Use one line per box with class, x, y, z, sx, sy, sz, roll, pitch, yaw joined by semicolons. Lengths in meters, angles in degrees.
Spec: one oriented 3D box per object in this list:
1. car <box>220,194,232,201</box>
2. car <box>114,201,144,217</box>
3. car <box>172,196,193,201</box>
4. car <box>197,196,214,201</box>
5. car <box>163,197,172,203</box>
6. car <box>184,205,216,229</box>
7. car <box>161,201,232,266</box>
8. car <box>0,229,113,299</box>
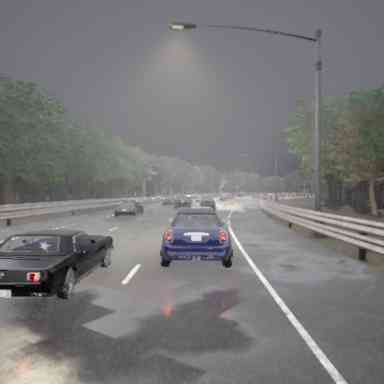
car;8.036;1.447;83.494;2.128;1.511;4.902;0;0;11
car;-5.810;1.552;31.180;1.994;1.385;4.181;0;0;4
car;-1.018;1.350;45.634;2.097;1.767;4.553;0;0;6
car;2.036;1.509;41.775;1.837;1.490;4.892;0;0;6
car;-3.530;1.522;56.018;2.033;1.411;5.357;1;0;8
car;0.598;1.602;22.518;1.895;1.301;4.718;0;0;3
car;0.185;1.352;11.680;2.097;1.767;4.553;0;0;2
car;-3.434;1.594;8.379;1.895;1.301;4.718;0;0;1
